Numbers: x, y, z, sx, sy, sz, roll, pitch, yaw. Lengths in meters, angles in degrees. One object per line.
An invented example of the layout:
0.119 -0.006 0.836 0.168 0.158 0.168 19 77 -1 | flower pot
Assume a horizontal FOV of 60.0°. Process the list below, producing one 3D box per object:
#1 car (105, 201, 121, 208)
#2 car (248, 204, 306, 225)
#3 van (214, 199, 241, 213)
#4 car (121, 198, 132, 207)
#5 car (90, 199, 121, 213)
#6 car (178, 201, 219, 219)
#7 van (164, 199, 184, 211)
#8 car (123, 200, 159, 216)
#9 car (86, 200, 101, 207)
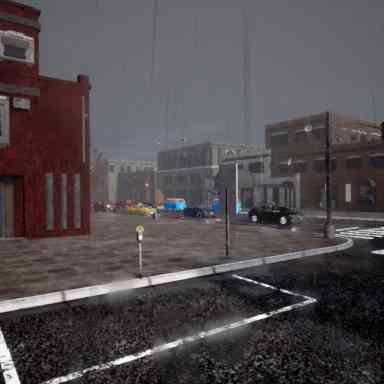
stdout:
-15.968 2.433 67.102 1.802 1.307 4.206 -2 0 -36 | car
6.608 1.750 26.353 1.837 1.490 4.892 -1 0 -36 | car
4.040 1.708 39.672 1.690 1.788 3.998 -2 0 -36 | van
-12.640 2.085 62.530 2.192 1.841 5.009 -2 0 -36 | car
-12.735 2.001 48.501 2.192 1.841 5.009 -2 0 -36 | car
0.785 1.950 34.354 1.994 1.385 4.181 -1 0 -35 | car
-2.631 1.869 48.814 1.690 1.788 3.998 -2 0 -36 | van
-5.958 2.048 39.221 1.752 1.417 4.829 -2 0 -36 | car
-22.640 2.595 76.246 1.802 1.307 4.206 -2 0 -36 | car
